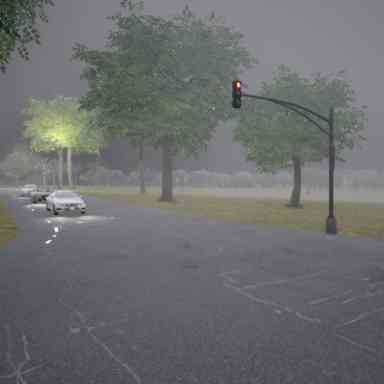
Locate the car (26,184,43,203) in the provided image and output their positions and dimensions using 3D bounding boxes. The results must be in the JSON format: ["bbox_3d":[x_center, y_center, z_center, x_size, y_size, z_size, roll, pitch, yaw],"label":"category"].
[{"bbox_3d":[-13.592,0.267,30.408,1.994,1.385,4.181,0,2,-31],"label":"car"}]

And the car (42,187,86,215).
[{"bbox_3d":[-8.363,0.614,21.864,1.812,1.442,4.674,0,2,-31],"label":"car"}]

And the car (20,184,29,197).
[{"bbox_3d":[-19.295,-0.178,39.738,1.812,1.442,4.674,0,2,-31],"label":"car"}]
